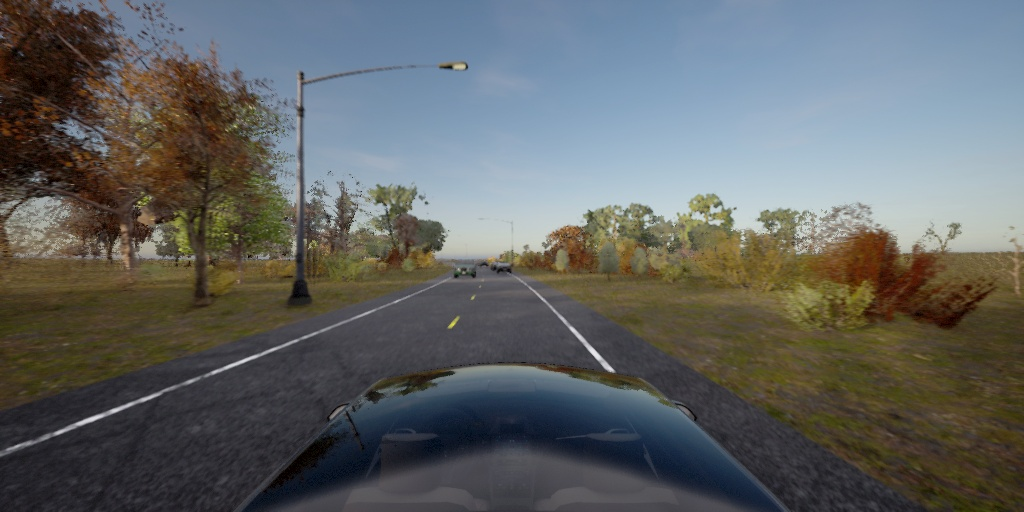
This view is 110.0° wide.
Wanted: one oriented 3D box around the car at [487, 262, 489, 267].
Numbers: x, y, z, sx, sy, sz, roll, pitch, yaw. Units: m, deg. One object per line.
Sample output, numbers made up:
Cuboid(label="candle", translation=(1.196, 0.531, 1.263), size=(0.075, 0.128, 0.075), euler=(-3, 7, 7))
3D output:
Cuboid(label="car", translation=(-2.911, 1.763, 65.300), size=(1.882, 1.535, 5.008), euler=(0, -1, -7))

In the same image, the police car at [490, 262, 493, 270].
Cuboid(label="police car", translation=(-2.201, 1.666, 59.419), size=(1.930, 1.638, 5.238), euler=(0, 0, -7))

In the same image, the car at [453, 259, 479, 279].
Cuboid(label="car", translation=(-4.845, 1.296, 37.462), size=(2.150, 2.045, 5.566), euler=(0, 0, -4))

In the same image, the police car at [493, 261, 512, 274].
Cuboid(label="police car", translation=(-1.157, 1.584, 49.418), size=(1.930, 1.638, 5.238), euler=(0, 0, -5))
